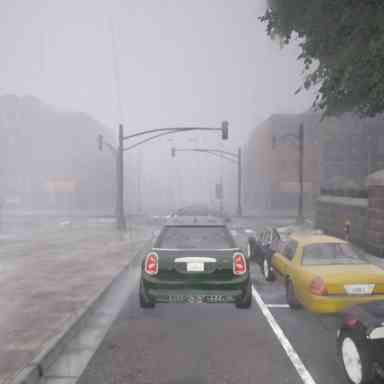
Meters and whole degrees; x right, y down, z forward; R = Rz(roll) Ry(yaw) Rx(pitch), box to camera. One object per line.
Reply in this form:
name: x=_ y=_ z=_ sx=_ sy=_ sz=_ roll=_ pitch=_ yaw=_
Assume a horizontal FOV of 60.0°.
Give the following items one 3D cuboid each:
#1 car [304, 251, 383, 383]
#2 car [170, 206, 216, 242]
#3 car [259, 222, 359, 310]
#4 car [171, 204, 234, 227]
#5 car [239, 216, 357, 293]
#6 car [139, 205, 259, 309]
car: x=2.626 y=1.549 z=2.486 sx=2.008 sy=1.369 sz=4.403 roll=-1 pitch=0 yaw=0
car: x=0.042 y=1.553 z=17.464 sx=2.033 sy=1.411 sz=5.357 roll=0 pitch=0 yaw=0
car: x=2.688 y=1.522 z=7.648 sx=1.752 sy=1.417 sz=4.829 roll=-1 pitch=0 yaw=0
car: x=0.676 y=1.597 z=23.055 sx=4.181 sy=1.385 sz=1.994 roll=0 pitch=1 yaw=0
car: x=2.668 y=1.547 z=9.622 sx=2.008 sy=1.369 sz=4.403 roll=-1 pitch=0 yaw=0
car: x=0.080 y=1.349 z=8.030 sx=2.097 sy=1.767 sz=4.553 roll=0 pitch=0 yaw=0
